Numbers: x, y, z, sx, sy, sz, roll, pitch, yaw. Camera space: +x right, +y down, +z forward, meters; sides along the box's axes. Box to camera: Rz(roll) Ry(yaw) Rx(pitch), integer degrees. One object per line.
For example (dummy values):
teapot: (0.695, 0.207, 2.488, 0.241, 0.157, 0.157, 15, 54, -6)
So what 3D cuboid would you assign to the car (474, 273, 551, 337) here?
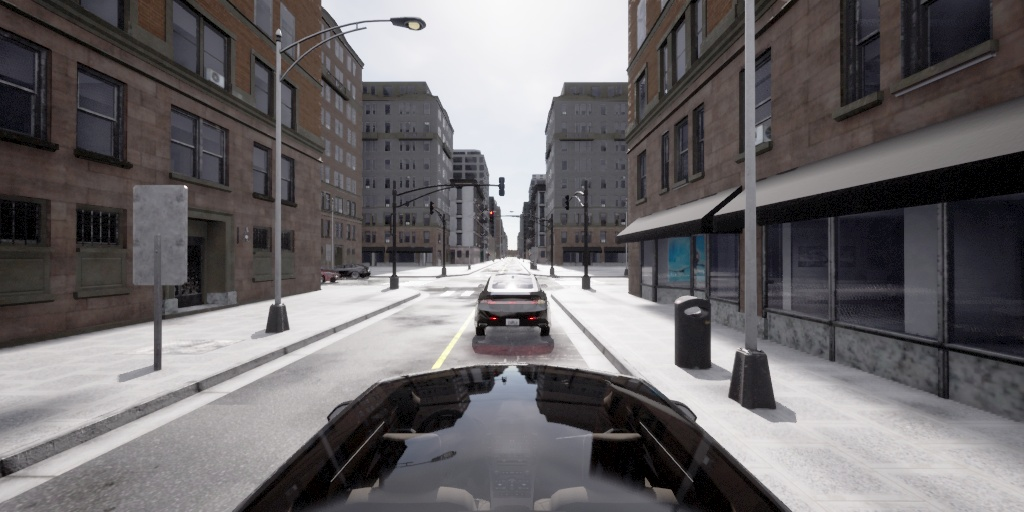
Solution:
car: (0.024, 1.242, 10.341, 2.128, 1.511, 4.902, 0, 0, 0)

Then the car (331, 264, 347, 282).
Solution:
car: (-14.735, 1.300, 26.075, 4.181, 1.385, 1.994, 0, 0, 0)

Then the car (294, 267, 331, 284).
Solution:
car: (-14.707, 1.289, 23.531, 4.313, 1.339, 1.948, 0, 0, 0)

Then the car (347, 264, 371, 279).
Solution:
car: (-14.677, 1.330, 31.557, 4.313, 1.339, 1.948, 0, 0, 0)
